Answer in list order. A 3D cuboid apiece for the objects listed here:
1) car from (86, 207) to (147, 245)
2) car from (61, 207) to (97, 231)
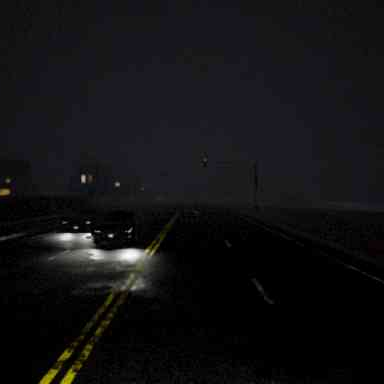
[{"bbox_3d":[-3.356,1.590,16.183,1.837,1.490,4.892,0,0,0],"label":"car"},{"bbox_3d":[-6.607,1.662,21.581,2.033,1.411,5.357,0,0,0],"label":"car"}]
